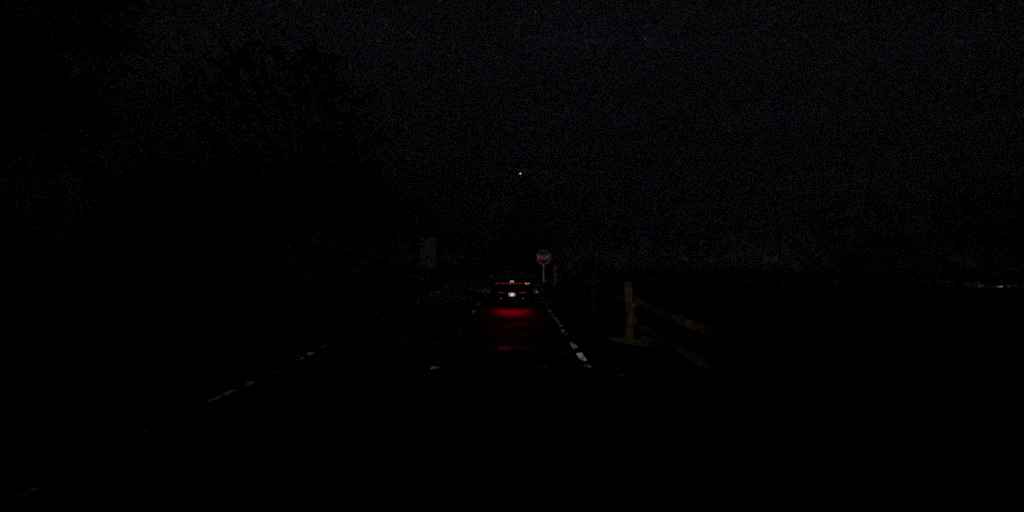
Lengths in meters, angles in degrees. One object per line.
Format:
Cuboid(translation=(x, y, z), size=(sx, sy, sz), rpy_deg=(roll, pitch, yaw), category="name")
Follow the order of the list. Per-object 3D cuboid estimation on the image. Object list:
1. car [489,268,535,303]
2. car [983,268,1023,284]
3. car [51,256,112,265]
Cuboid(translation=(0.000, 1.263, 16.502), size=(1.837, 1.490, 4.892), rpy_deg=(0, 0, 0), category="car")
Cuboid(translation=(49.090, 1.951, 34.861), size=(5.008, 1.535, 1.882), rpy_deg=(1, 1, 0), category="car")
Cuboid(translation=(-41.859, 0.729, 34.743), size=(5.357, 1.411, 2.033), rpy_deg=(1, 1, 0), category="car")
